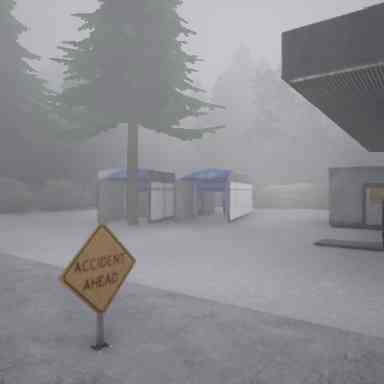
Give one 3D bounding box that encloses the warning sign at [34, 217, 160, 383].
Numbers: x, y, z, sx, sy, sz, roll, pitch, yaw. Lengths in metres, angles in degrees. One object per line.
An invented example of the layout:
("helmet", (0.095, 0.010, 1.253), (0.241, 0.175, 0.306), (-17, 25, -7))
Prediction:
("warning sign", (-1.269, 1.335, 4.590), (1.060, 1.860, 1.300), (0, 0, 36))
